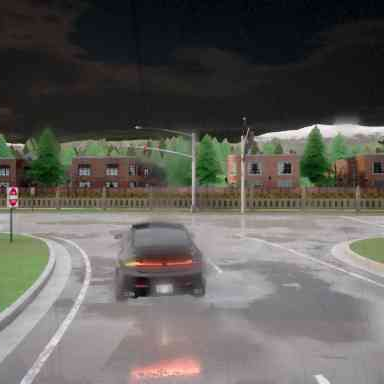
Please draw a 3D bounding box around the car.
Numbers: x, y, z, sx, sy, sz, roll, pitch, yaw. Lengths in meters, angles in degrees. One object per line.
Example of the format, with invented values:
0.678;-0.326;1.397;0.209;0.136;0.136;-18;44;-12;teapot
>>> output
-0.888;1.505;8.418;1.837;1.490;4.892;0;0;-9;car
